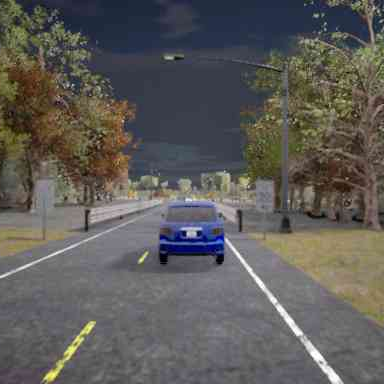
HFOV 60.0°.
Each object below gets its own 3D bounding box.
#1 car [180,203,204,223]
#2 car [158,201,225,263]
[{"bbox_3d":[0.007,1.772,29.239,1.882,1.535,5.008,0,0,1],"label":"car"},{"bbox_3d":[0.000,1.353,12.566,2.150,2.045,5.566,0,0,0],"label":"car"}]
